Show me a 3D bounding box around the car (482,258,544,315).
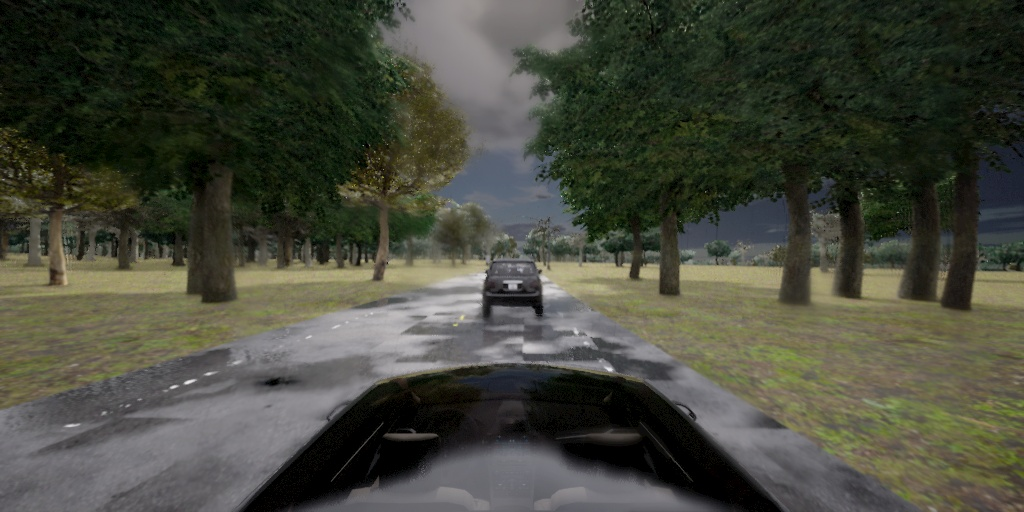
[{"bbox_3d":[0.068,1.113,14.412,2.150,2.045,5.566,0,0,1],"label":"car"}]
